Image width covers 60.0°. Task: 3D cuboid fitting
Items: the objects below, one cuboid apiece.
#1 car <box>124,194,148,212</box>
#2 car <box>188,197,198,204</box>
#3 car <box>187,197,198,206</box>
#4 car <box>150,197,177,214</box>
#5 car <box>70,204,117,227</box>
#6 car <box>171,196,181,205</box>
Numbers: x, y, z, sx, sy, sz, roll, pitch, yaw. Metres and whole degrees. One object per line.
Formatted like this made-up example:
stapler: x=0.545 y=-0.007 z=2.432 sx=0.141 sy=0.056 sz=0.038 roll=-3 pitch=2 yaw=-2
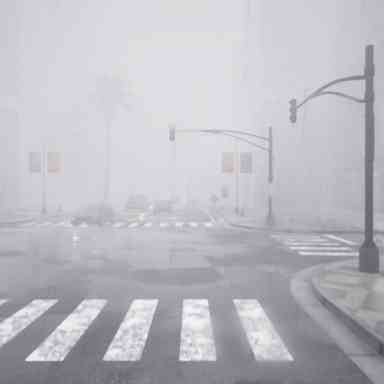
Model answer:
car: x=-6.522 y=1.267 z=39.577 sx=2.150 sy=2.045 sz=5.566 roll=0 pitch=0 yaw=0
car: x=0.131 y=1.686 z=69.855 sx=2.033 sy=1.411 sz=5.357 roll=0 pitch=-1 yaw=0
car: x=0.163 y=1.774 z=59.851 sx=1.895 sy=1.301 sz=4.718 roll=0 pitch=0 yaw=1
car: x=-3.083 y=1.578 z=36.076 sx=2.033 sy=1.411 sz=5.357 roll=0 pitch=0 yaw=0
car: x=-6.554 y=1.540 z=22.819 sx=2.033 sy=1.411 sz=5.357 roll=0 pitch=0 yaw=0
car: x=-3.115 y=1.539 z=61.632 sx=2.097 sy=1.767 sz=4.553 roll=0 pitch=-1 yaw=0
